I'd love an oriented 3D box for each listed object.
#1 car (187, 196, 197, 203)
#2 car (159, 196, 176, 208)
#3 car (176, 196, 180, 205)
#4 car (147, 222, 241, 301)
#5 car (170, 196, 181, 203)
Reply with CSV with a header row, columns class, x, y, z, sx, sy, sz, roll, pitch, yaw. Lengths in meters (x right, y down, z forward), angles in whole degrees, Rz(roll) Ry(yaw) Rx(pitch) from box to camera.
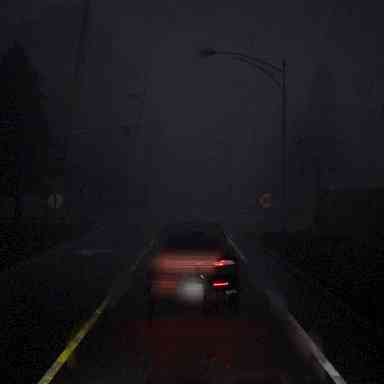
class,x,y,z,sx,sy,sz,roll,pitch,yaw
car,0.047,1.491,69.512,2.128,1.511,4.902,0,0,0
car,-3.554,1.526,46.878,1.812,1.442,4.674,0,0,0
car,-3.545,1.478,57.401,1.882,1.535,5.008,0,0,0
car,0.059,1.492,8.281,2.128,1.511,4.902,0,0,0
car,-3.453,1.559,69.441,1.994,1.385,4.181,0,0,0
